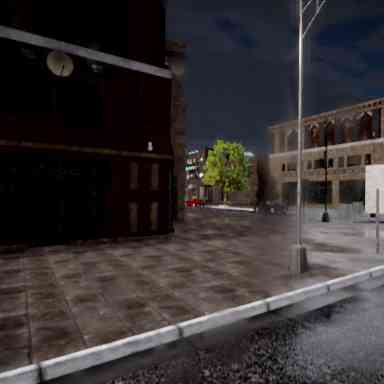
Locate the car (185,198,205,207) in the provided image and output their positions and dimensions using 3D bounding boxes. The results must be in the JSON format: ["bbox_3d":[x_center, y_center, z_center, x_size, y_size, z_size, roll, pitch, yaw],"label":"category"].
[{"bbox_3d":[0.422,1.594,51.459,1.887,1.381,4.507,1,-1,-27],"label":"car"}]

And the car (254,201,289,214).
[{"bbox_3d":[8.500,1.599,35.983,2.008,1.369,4.403,1,-1,-27],"label":"car"}]
